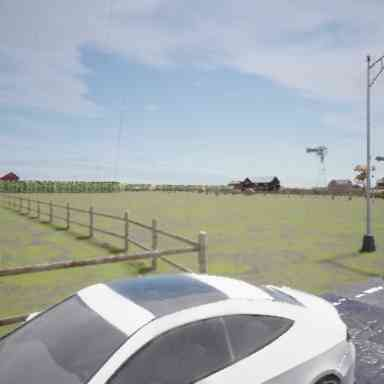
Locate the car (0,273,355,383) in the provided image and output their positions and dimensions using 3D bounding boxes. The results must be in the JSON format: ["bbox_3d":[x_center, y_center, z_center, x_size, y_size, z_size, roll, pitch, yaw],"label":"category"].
[{"bbox_3d":[-0.489,1.525,2.720,4.674,1.442,1.812,0,0,-35],"label":"car"}]
